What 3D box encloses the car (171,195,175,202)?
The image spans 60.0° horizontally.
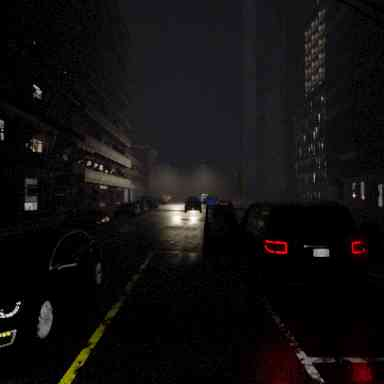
[{"bbox_3d":[-5.527,1.362,74.009,2.192,1.841,5.009,1,0,0],"label":"car"}]

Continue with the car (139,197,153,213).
[{"bbox_3d":[-5.609,1.570,35.021,2.008,1.369,4.403,1,0,0],"label":"car"}]

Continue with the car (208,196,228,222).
[{"bbox_3d":[2.762,1.456,29.434,1.967,1.590,4.097,1,0,0],"label":"car"}]

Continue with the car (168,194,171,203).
[{"bbox_3d":[-5.553,1.563,62.700,1.752,1.417,4.829,1,0,0],"label":"car"}]

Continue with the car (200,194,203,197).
[{"bbox_3d":[0.150,1.379,46.965,2.097,1.767,4.553,0,0,1],"label":"car"}]

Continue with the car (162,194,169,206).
[{"bbox_3d":[-5.564,1.585,57.299,2.008,1.369,4.403,1,0,0],"label":"car"}]

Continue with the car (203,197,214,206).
[{"bbox_3d":[2.816,1.616,57.281,1.802,1.307,4.206,1,0,0],"label":"car"}]

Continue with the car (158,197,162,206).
[{"bbox_3d":[-5.586,1.552,45.991,1.752,1.417,4.829,1,0,0],"label":"car"}]

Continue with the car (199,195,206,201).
[{"bbox_3d":[2.883,1.587,90.869,1.752,1.417,4.829,1,0,0],"label":"car"}]

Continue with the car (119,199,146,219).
[{"bbox_3d":[-5.620,1.581,29.451,1.947,1.339,4.313,1,0,0],"label":"car"}]

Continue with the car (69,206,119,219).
[{"bbox_3d":[-5.642,1.554,18.312,1.887,1.381,4.507,1,0,0],"label":"car"}]

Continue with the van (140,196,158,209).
[{"bbox_3d":[-5.594,1.364,40.591,1.690,1.788,3.998,1,0,0],"label":"van"}]

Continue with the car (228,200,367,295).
[{"bbox_3d":[2.412,1.225,8.870,2.150,2.045,5.566,0,0,0],"label":"car"}]

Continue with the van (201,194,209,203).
[{"bbox_3d":[2.852,1.388,73.992,1.690,1.788,3.998,1,0,0],"label":"van"}]

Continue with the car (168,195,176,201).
[{"bbox_3d":[-5.498,1.606,90.717,1.887,1.381,4.507,1,0,0],"label":"car"}]

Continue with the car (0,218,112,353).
[{"bbox_3d":[-3.088,1.508,6.437,1.837,1.490,4.892,0,0,0],"label":"car"}]

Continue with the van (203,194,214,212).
[{"bbox_3d":[2.797,1.368,46.143,1.690,1.788,3.998,1,0,0],"label":"van"}]

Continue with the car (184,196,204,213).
[{"bbox_3d":[0.145,1.525,36.900,1.837,1.490,4.892,0,0,1],"label":"car"}]
